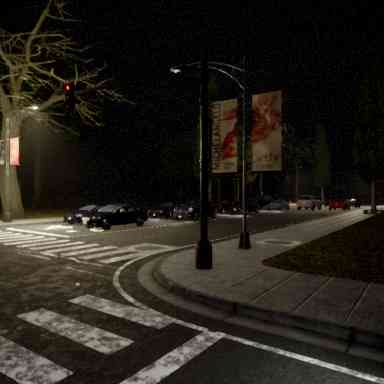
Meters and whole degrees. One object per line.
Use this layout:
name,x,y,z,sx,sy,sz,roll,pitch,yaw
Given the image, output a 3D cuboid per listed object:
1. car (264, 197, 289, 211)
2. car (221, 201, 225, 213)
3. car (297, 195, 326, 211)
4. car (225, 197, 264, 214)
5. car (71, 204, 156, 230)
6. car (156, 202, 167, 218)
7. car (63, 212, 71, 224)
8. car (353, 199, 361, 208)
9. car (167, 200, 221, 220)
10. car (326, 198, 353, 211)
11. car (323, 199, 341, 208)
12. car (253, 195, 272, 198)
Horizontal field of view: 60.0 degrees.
car,11.900,1.767,45.638,1.812,1.442,4.674,0,0,36
car,3.893,1.770,39.980,1.895,1.301,4.718,0,0,35
car,16.235,1.489,45.872,2.150,2.045,5.566,0,-1,35
car,5.949,1.675,37.248,1.837,1.490,4.892,0,0,35
car,-4.957,1.561,21.765,2.128,1.511,4.902,0,0,35
car,-1.836,1.660,31.831,2.033,1.411,5.357,0,0,35
car,-7.167,1.631,24.286,1.994,1.385,4.181,0,0,36
car,26.454,1.889,54.750,2.128,1.511,4.902,0,-1,35
car,0.294,1.467,29.221,2.097,1.767,4.553,0,0,35
car,20.694,1.655,46.568,2.097,1.767,4.553,0,0,35
car,24.079,1.921,57.018,1.812,1.442,4.674,0,-1,35
car,9.978,1.466,48.544,2.150,2.045,5.566,0,0,38
